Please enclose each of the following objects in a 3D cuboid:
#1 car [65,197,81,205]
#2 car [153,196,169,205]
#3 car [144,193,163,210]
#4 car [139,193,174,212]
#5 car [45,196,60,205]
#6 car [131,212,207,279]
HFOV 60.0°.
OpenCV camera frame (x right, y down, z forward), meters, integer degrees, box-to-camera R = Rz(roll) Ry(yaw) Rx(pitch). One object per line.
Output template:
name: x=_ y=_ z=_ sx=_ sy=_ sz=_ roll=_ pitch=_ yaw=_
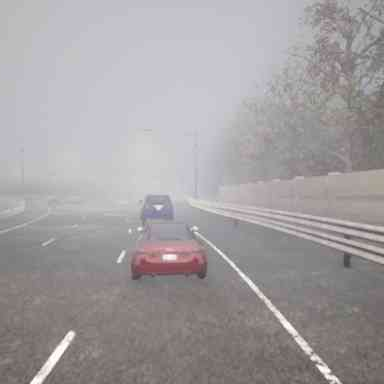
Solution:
car: x=-20.840 y=1.474 z=58.359 sx=1.994 sy=1.385 sz=4.181 roll=0 pitch=0 yaw=-32
car: x=-5.208 y=1.410 z=56.286 sx=2.033 sy=1.411 sz=5.357 roll=0 pitch=0 yaw=1
car: x=-4.868 y=1.119 z=43.109 sx=2.150 sy=2.045 sz=5.566 roll=0 pitch=0 yaw=-4
car: x=-2.581 y=1.164 z=24.102 sx=2.150 sy=2.045 sz=5.566 roll=0 pitch=0 yaw=-9
car: x=-23.724 y=1.430 z=56.432 sx=1.837 sy=1.490 sz=4.892 roll=0 pitch=0 yaw=-32
car: x=-0.720 y=1.538 z=10.036 sx=1.994 sy=1.385 sz=4.181 roll=0 pitch=0 yaw=-5
